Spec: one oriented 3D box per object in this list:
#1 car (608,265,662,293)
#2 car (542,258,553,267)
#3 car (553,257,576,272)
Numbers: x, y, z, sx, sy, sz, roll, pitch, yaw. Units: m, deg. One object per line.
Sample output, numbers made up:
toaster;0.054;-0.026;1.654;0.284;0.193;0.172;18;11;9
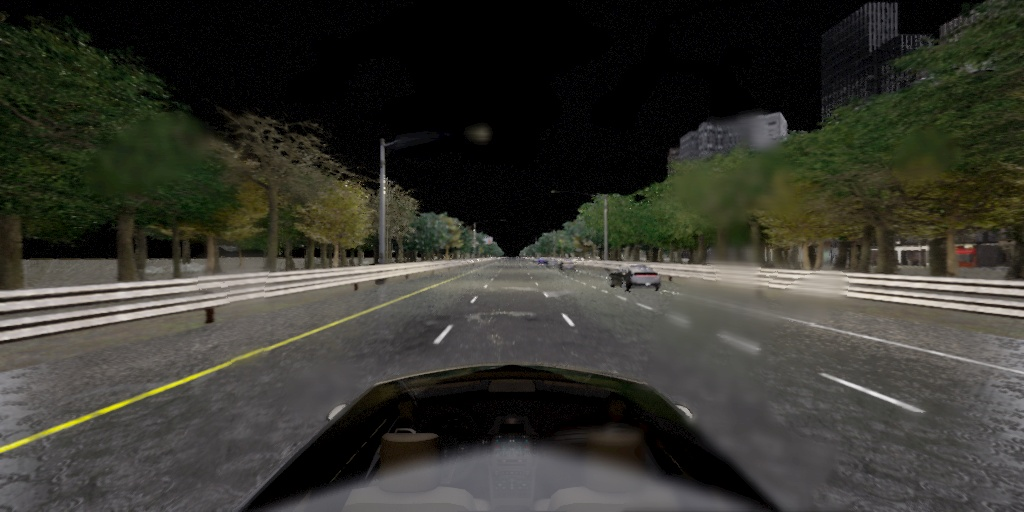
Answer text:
car;7.016;1.256;20.945;2.128;1.511;4.902;0;0;0
car;7.167;1.299;64.916;2.128;1.511;4.902;0;0;0
car;7.097;1.275;46.913;2.128;1.511;4.902;0;0;0
